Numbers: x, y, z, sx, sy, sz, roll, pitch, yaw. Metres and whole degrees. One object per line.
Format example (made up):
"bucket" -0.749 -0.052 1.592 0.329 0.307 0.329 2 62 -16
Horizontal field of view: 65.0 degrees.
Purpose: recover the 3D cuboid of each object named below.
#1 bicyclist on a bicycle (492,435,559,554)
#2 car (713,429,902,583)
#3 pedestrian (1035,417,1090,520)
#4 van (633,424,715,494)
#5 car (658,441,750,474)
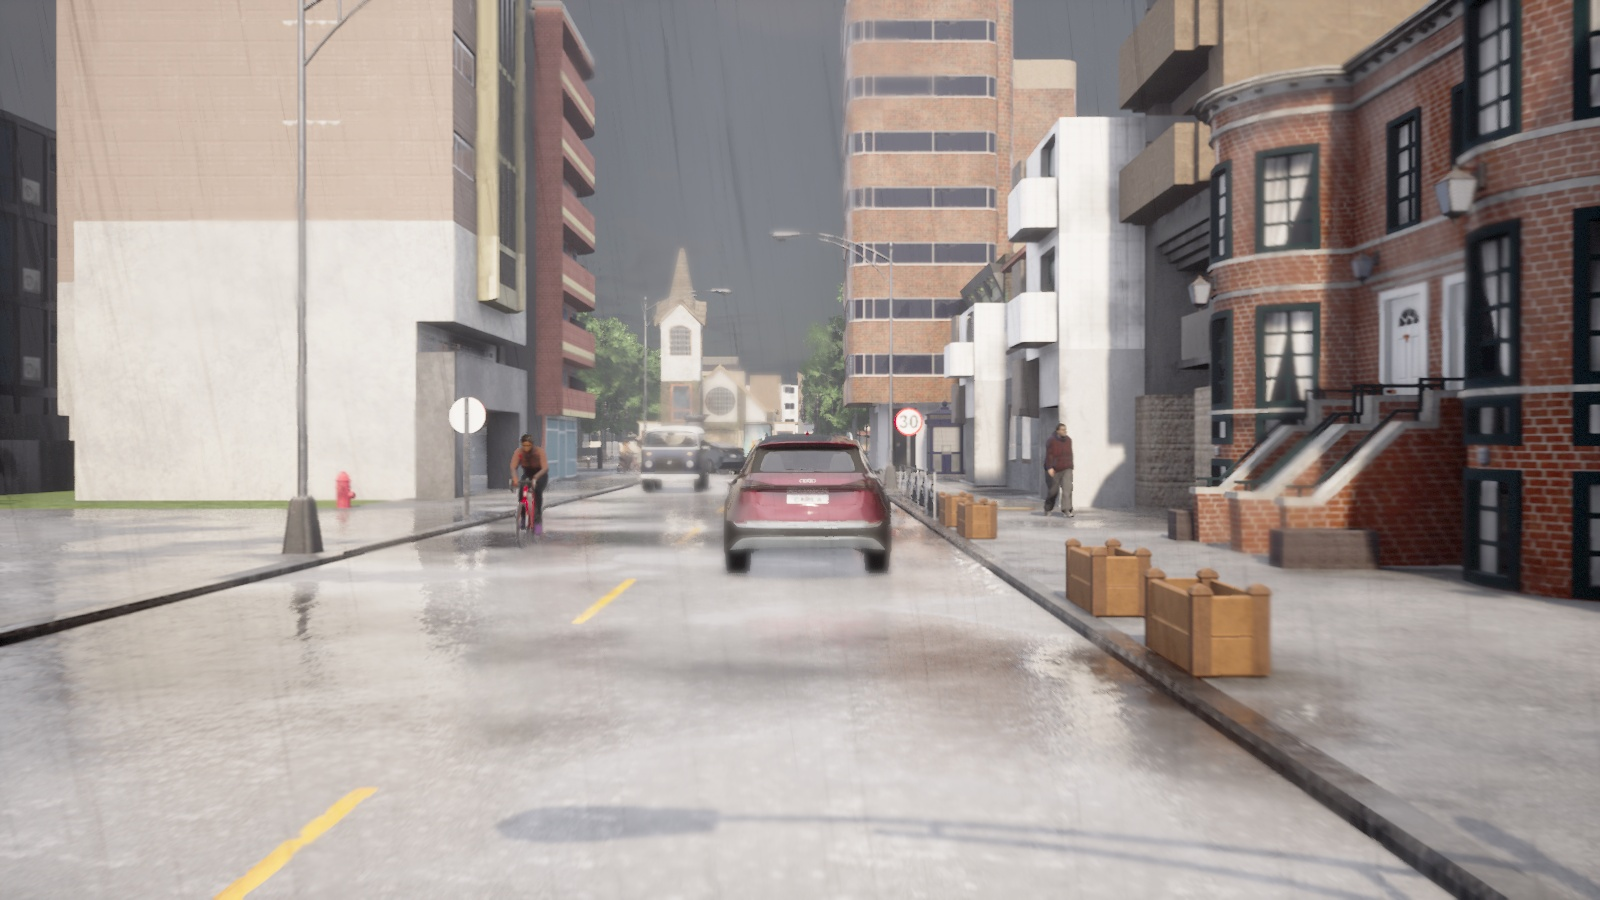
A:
"bicyclist on a bicycle" -3.901 0.595 17.959 0.582 1.620 1.656 0 1 0
"car" 0.091 0.587 15.907 2.033 1.649 4.856 0 0 0
"pedestrian" 4.811 0.330 23.066 0.634 1.844 0.899 0 0 -17
"van" -3.816 0.249 38.704 2.069 2.038 4.480 0 0 0
"car" -4.667 0.350 60.546 2.007 1.525 4.514 0 0 -45
